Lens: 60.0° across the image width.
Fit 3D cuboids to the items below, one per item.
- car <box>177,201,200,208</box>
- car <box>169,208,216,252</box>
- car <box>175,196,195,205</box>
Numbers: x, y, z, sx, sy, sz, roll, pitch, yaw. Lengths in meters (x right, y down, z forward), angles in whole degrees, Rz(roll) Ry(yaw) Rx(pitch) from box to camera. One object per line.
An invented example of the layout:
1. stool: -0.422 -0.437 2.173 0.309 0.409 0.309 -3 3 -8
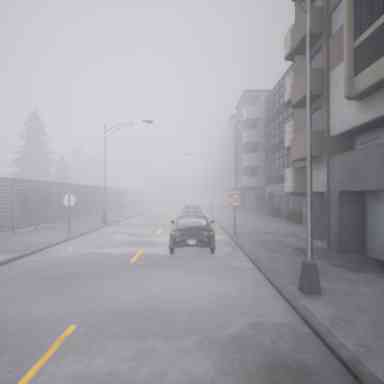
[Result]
1. car: 0.025 1.818 28.985 2.033 1.411 5.357 0 -1 0
2. car: 0.016 1.661 14.364 1.812 1.442 4.674 0 0 0
3. car: -1.486 1.933 75.950 2.150 2.045 5.566 0 -1 38
